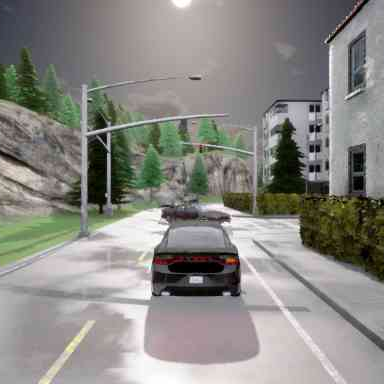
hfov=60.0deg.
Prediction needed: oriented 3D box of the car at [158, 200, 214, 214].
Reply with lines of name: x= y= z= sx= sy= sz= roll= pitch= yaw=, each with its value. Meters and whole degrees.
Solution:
car: x=0.116 y=1.547 z=23.023 sx=5.357 sy=1.411 sz=2.033 roll=0 pitch=0 yaw=42

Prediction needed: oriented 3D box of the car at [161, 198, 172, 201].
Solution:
car: x=-3.369 y=1.548 z=44.478 sx=2.033 sy=1.411 sz=5.357 roll=0 pitch=0 yaw=2

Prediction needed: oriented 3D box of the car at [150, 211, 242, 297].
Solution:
car: x=0.097 y=1.478 z=8.646 sx=1.882 sy=1.535 sz=5.008 roll=0 pitch=0 yaw=0

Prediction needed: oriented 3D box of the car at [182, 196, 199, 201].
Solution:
car: x=-0.383 y=1.503 z=59.278 sx=1.837 sy=1.490 sz=4.892 roll=0 pitch=0 yaw=24
